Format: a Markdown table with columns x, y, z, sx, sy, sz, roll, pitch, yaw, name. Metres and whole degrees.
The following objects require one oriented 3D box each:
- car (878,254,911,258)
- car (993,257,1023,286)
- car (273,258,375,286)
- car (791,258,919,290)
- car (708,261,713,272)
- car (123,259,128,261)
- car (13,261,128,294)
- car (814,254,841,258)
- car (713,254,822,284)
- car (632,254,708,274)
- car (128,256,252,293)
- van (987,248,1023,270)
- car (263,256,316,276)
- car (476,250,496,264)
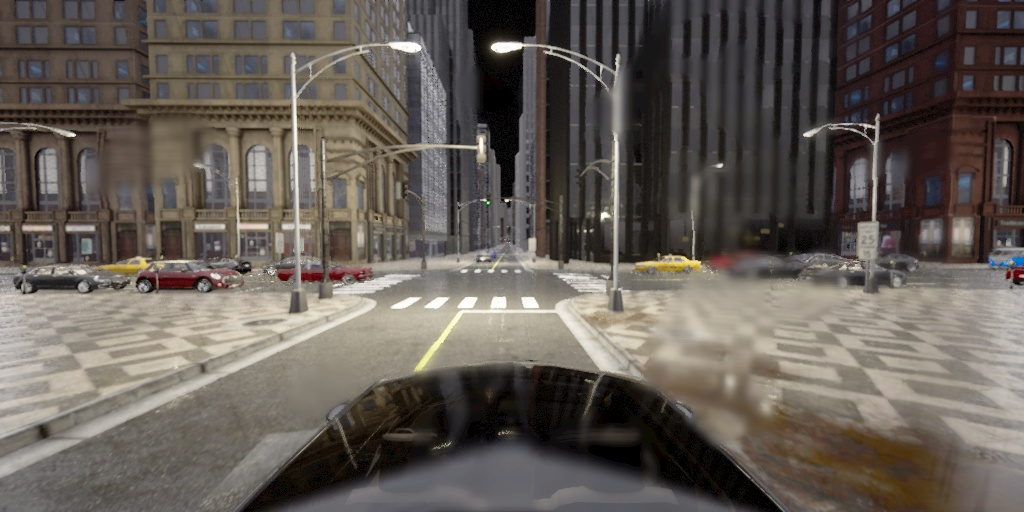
| x | y | z | sx | sy | sz | roll | pitch | yaw | name |
| --- | --- | --- | --- | --- | --- | --- | --- | --- | --- |
| 27.418 | 0.553 | 26.540 | 4.313 | 1.339 | 1.948 | 0 | 0 | -1 | car |
| 27.800 | 0.871 | 18.026 | 4.507 | 1.381 | 1.888 | 0 | 0 | -1 | car |
| -10.381 | 0.955 | 20.260 | 4.718 | 1.301 | 1.895 | 0 | 2 | -1 | car |
| 17.003 | 0.908 | 17.884 | 4.403 | 1.370 | 2.007 | 0 | 0 | -1 | car |
| 16.819 | 0.564 | 26.401 | 4.507 | 1.381 | 1.888 | 0 | 0 | -1 | car |
| -27.073 | 0.729 | 25.826 | 4.829 | 1.417 | 1.751 | 0 | 0 | -1 | car |
| -21.154 | 1.062 | 17.384 | 4.403 | 1.370 | 2.007 | 0 | 0 | -1 | car |
| 19.785 | 0.608 | 23.748 | 4.902 | 1.511 | 2.128 | 0 | 2 | -1 | car |
| 14.555 | 0.784 | 20.586 | 4.674 | 1.442 | 1.812 | 0 | 2 | -1 | car |
| 11.350 | 0.562 | 26.329 | 4.829 | 1.417 | 1.751 | 0 | 0 | -1 | car |
| -15.485 | 0.925 | 17.458 | 4.097 | 1.591 | 1.967 | 0 | 0 | -1 | car |
| 38.018 | 0.302 | 26.680 | 3.998 | 1.789 | 1.690 | 0 | 0 | -1 | van |
| -15.568 | 0.697 | 25.976 | 4.403 | 1.370 | 2.007 | 0 | 0 | -1 | car |
| -3.512 | 0.156 | 45.642 | 2.128 | 1.511 | 4.902 | 0 | 1 | 0 | car |
